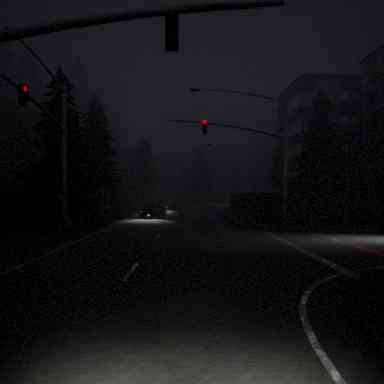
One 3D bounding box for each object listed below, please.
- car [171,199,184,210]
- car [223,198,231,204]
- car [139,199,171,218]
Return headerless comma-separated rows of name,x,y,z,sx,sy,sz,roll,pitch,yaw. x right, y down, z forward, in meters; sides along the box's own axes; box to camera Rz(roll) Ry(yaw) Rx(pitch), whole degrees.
car,-2.530,1.601,43.194,1.895,1.301,4.718,0,0,13
car,8.097,1.547,61.303,5.357,1.411,2.033,0,0,-41
car,-3.468,1.547,30.306,2.033,1.411,5.357,0,0,3
